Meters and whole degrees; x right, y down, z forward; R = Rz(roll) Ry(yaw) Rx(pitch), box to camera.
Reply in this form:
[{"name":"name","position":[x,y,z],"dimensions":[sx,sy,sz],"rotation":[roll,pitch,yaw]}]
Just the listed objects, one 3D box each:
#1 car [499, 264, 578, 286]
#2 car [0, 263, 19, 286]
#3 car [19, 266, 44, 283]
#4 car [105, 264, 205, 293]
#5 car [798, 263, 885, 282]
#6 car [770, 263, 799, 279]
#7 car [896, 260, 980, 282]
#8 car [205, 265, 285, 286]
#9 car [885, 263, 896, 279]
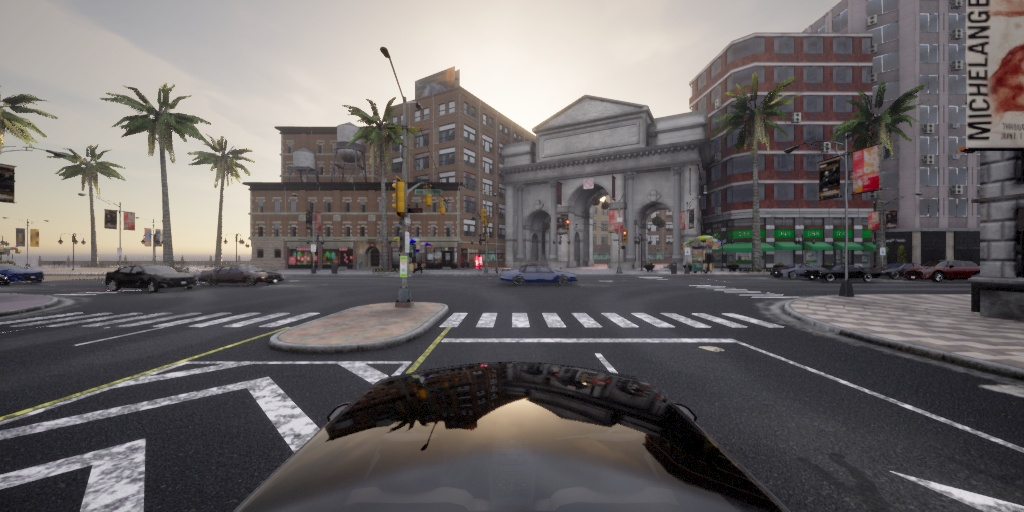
[{"name":"car","position":[1.799,1.297,25.017],"dimensions":[5.357,1.411,2.033],"rotation":[0,0,0]},{"name":"car","position":[-34.186,1.297,21.786],"dimensions":[5.357,1.411,2.033],"rotation":[0,0,0]},{"name":"car","position":[-36.244,1.227,25.300],"dimensions":[5.008,1.535,1.882],"rotation":[0,0,0]},{"name":"car","position":[-20.755,1.227,20.648],"dimensions":[5.008,1.535,1.882],"rotation":[0,0,14]},{"name":"car","position":[26.105,1.351,28.525],"dimensions":[4.718,1.301,1.895],"rotation":[0,0,1]},{"name":"car","position":[25.589,1.314,32.013],"dimensions":[4.181,1.385,1.994],"rotation":[0,0,1]},{"name":"car","position":[34.060,1.102,28.372],"dimensions":[4.553,1.767,2.097],"rotation":[0,0,2]},{"name":"car","position":[-18.620,1.297,24.707],"dimensions":[5.357,1.411,2.033],"rotation":[0,0,10]},{"name":"car","position":[34.845,1.297,31.911],"dimensions":[5.357,1.411,2.033],"rotation":[0,0,1]}]
